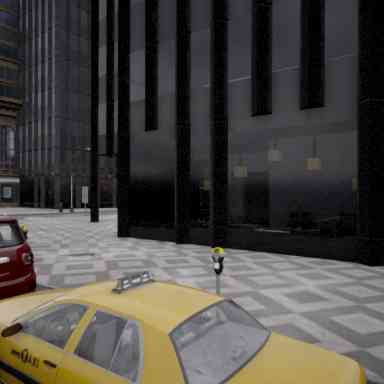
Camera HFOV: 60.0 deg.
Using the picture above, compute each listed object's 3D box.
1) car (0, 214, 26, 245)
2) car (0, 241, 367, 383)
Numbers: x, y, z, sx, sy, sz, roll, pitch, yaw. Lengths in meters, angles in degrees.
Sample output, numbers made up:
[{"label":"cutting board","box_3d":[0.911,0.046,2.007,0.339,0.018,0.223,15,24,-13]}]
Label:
[{"label":"car","box_3d":[-5.097,1.313,6.552,5.009,1.841,2.192,0,0,35]},{"label":"car","box_3d":[-0.803,1.525,3.524,4.829,1.417,1.752,0,0,35]}]
